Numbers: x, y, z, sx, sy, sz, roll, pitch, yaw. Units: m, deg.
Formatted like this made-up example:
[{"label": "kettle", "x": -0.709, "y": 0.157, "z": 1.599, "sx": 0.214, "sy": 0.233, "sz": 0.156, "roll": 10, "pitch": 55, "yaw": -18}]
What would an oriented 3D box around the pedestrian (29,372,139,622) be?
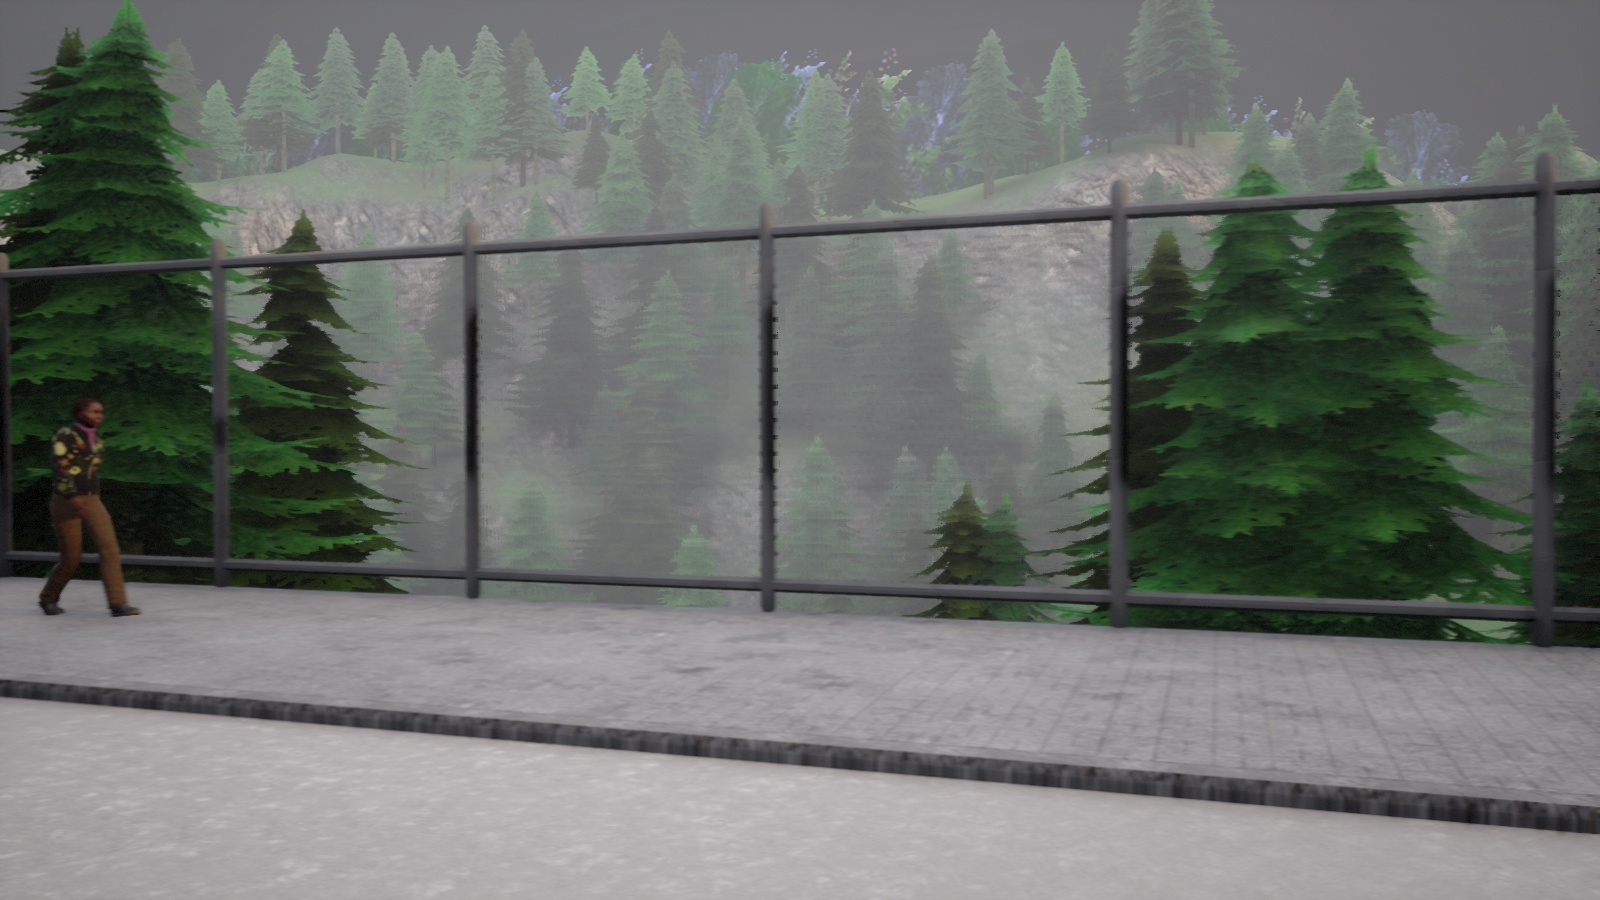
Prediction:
[{"label": "pedestrian", "x": -5.692, "y": 0.355, "z": 9.987, "sx": 0.692, "sy": 1.930, "sz": 0.395, "roll": 1, "pitch": 1, "yaw": 19}]
